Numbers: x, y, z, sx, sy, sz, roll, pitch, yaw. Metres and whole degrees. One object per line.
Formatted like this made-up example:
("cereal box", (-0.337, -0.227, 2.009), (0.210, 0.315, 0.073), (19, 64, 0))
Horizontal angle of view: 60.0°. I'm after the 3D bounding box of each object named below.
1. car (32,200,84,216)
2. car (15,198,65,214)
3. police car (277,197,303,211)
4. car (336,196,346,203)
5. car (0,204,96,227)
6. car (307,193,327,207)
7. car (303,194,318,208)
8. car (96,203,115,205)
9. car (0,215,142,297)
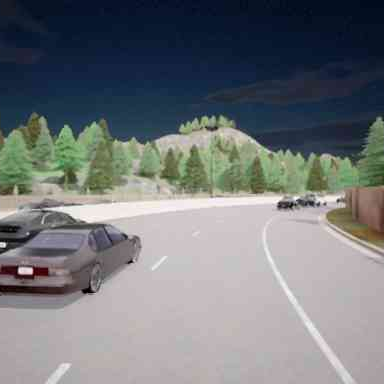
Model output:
("car", (-12.414, 1.452, 31.172), (1.895, 1.301, 4.718), (0, 0, 18))
("car", (-15.220, 1.354, 33.640), (1.812, 1.442, 4.674), (0, 0, 19))
("police car", (11.873, 1.396, 40.938), (1.930, 1.638, 5.238), (0, 0, 29))
("car", (30.089, 1.459, 65.490), (4.181, 1.385, 1.994), (0, 0, -41))
("car", (-5.705, 1.440, 13.013), (1.837, 1.490, 4.892), (0, 0, 8))
("car", (19.458, 1.211, 52.465), (2.150, 2.045, 5.566), (0, 0, 38))
("car", (16.366, 1.485, 48.235), (1.837, 1.490, 4.892), (0, 0, 34))
("car", (-8.648, 1.420, 31.485), (2.033, 1.411, 5.357), (0, 0, 18))
("car", (-2.817, 1.510, 8.685), (2.033, 1.411, 5.357), (0, 0, 6))
